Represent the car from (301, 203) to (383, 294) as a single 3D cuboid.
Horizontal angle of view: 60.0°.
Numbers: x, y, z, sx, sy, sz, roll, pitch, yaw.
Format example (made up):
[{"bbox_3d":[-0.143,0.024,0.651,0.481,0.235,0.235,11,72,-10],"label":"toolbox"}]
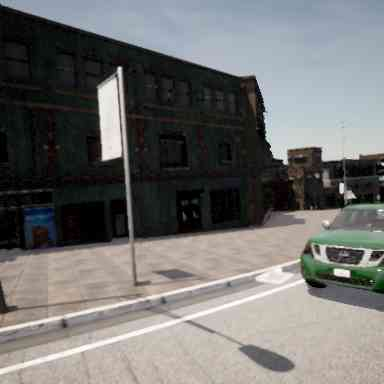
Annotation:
[{"bbox_3d":[4.949,1.316,8.733,2.150,2.045,5.566,-1,-1,44],"label":"car"}]
